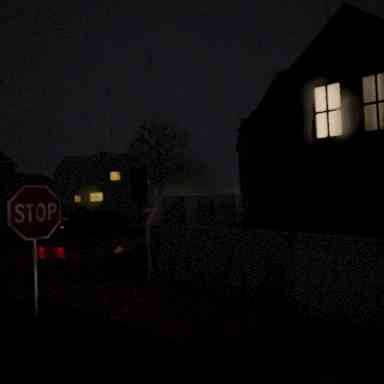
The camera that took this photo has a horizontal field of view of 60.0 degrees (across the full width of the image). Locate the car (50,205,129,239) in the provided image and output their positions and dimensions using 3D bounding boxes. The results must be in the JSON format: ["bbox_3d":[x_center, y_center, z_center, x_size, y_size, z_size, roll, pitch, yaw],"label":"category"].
[{"bbox_3d":[-5.061,1.385,16.504,2.128,1.511,4.902,-3,-1,24],"label":"car"}]
